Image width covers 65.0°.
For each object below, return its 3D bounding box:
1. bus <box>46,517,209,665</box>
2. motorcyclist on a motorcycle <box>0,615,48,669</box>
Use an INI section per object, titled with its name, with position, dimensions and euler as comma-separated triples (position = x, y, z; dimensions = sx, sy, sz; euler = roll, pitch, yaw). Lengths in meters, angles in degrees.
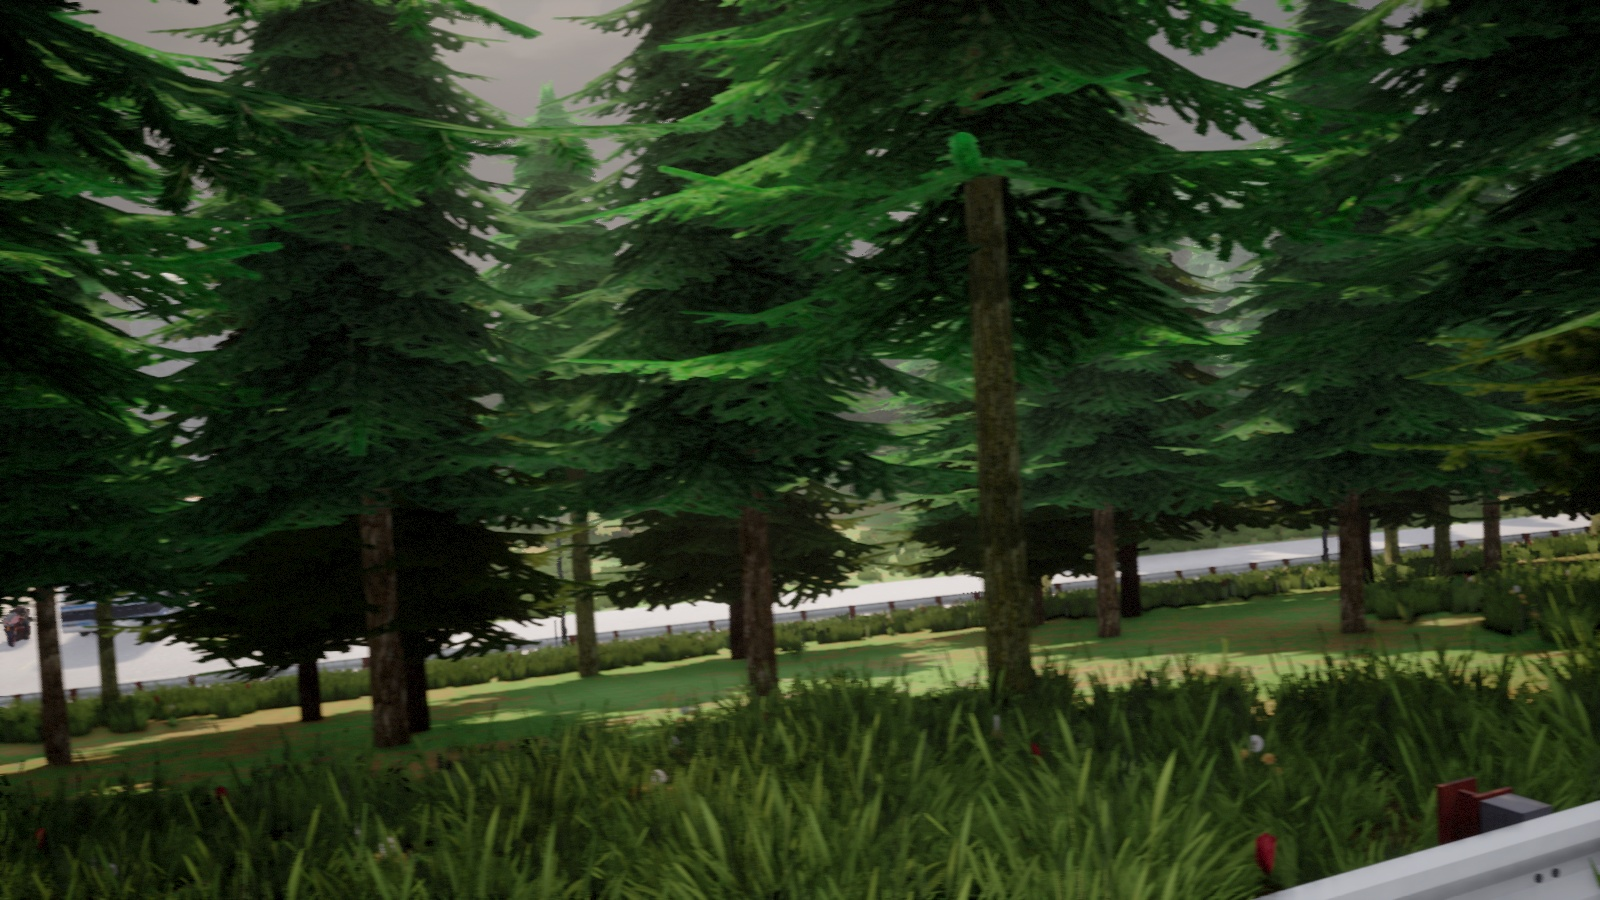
[bus]
position = -26.906, 5.400, 50.925
dimensions = 3.944, 4.253, 10.273
euler = -6, 3, -19
[motorcyclist on a motorcycle]
position = -29.081, 7.167, 47.067
dimensions = 0.866, 1.530, 2.191
euler = -5, 3, -15
